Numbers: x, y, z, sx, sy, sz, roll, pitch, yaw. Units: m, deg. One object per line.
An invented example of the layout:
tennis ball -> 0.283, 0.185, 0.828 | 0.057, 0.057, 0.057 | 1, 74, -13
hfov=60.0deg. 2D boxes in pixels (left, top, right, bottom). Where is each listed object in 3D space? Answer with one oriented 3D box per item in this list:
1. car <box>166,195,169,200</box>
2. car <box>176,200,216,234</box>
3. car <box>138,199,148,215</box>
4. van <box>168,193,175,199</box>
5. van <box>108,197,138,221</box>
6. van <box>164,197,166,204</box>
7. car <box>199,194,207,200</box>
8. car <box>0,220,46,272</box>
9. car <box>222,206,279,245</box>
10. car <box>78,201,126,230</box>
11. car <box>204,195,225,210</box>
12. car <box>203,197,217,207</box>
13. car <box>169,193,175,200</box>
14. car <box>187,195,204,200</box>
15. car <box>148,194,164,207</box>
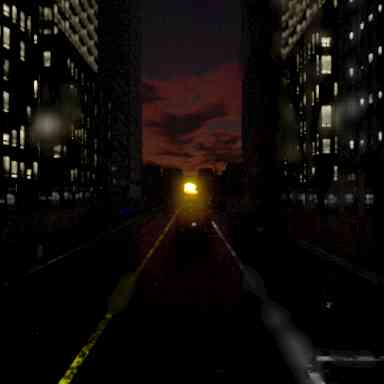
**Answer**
car -> -5.709, 1.430, 60.676 | 1.947, 1.339, 4.313 | 0, 0, 0
car -> 0.093, 1.440, 18.858 | 1.882, 1.535, 5.008 | 0, 0, 0
car -> -5.699, 1.515, 32.215 | 1.802, 1.307, 4.206 | 0, 0, 0
van -> -5.720, 1.115, 94.828 | 1.690, 1.788, 3.998 | 0, 0, 0
van -> -5.696, 1.287, 26.522 | 1.690, 1.788, 3.998 | 0, 0, 0
van -> -5.705, 1.220, 54.983 | 1.690, 1.788, 3.998 | 0, 0, 0
car -> 2.664, 1.245, 83.431 | 1.967, 1.590, 4.097 | 0, 0, 0
car -> -5.691, 1.532, 9.446 | 2.008, 1.369, 4.403 | 0, 0, 0
car -> 2.688, 1.536, 15.128 | 1.947, 1.339, 4.313 | 0, 0, 0
car -> -5.695, 1.503, 20.830 | 1.887, 1.381, 4.507 | 0, 0, 0
car -> 2.681, 1.360, 37.895 | 1.967, 1.590, 4.097 | 0, 0, 0
car -> 2.676, 1.475, 49.280 | 1.802, 1.307, 4.206 | 0, 0, 0
car -> -5.717, 1.331, 83.273 | 1.752, 1.417, 4.829 | 0, 0, 0
car -> 0.085, 1.399, 37.400 | 1.882, 1.535, 5.008 | 0, 0, 0
car -> -5.704, 1.333, 49.290 | 1.967, 1.590, 4.097 | 0, 0, 0
